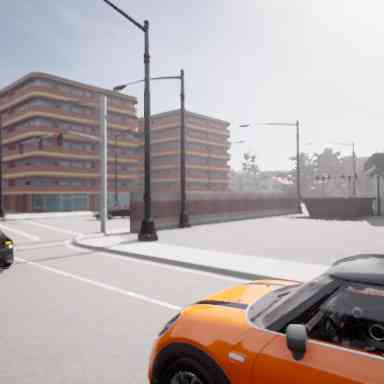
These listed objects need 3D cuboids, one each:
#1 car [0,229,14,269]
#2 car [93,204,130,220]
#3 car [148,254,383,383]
[{"bbox_3d":[-7.461,1.680,10.835,4.892,1.490,1.837,-1,0,42],"label":"car"},{"bbox_3d":[-7.480,1.913,32.993,2.128,1.511,4.902,-1,-1,41],"label":"car"},{"bbox_3d":[1.720,1.371,2.931,4.553,1.767,2.097,-1,-1,38],"label":"car"}]
